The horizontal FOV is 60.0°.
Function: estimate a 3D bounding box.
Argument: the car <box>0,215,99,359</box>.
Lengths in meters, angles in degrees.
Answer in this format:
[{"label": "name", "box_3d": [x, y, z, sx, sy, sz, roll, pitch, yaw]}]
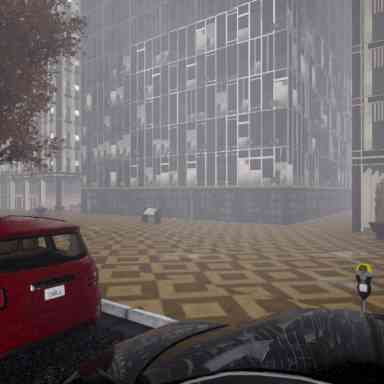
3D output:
[{"label": "car", "box_3d": [-3.627, 1.315, 5.473, 5.009, 1.841, 2.192, 0, 0, 36]}]

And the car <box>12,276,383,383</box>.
[{"label": "car", "box_3d": [0.865, 1.566, 2.260, 4.313, 1.339, 1.947, 0, 0, 36]}]
